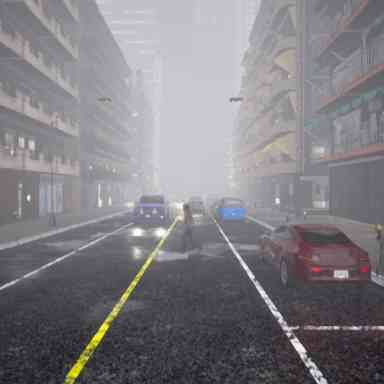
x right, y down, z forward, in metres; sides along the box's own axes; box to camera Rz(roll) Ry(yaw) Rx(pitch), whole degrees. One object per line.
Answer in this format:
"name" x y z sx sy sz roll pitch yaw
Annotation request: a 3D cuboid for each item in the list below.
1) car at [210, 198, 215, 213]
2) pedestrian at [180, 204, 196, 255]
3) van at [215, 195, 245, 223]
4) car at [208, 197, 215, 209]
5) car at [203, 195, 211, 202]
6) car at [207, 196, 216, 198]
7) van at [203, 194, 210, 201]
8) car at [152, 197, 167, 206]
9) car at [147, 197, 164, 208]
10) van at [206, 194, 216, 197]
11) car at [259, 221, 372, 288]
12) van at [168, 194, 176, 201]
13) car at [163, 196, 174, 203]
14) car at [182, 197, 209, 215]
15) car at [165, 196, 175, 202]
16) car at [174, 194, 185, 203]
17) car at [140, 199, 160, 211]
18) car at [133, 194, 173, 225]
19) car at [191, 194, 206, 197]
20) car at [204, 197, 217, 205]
"car" 2.985 1.538 30.736 2.008 1.369 4.403 -1 0 1
"pedestrian" -0.151 1.291 11.822 0.375 1.860 0.375 -1 1 -2
"van" 2.925 1.331 25.135 1.690 1.788 3.998 -1 0 1
"car" 3.040 1.530 36.338 1.887 1.381 4.507 -1 0 1
"car" 3.433 1.503 75.720 1.752 1.417 4.829 -1 0 1
"car" 3.096 1.550 41.939 1.947 1.339 4.313 -1 0 1
"van" 3.485 1.318 81.151 1.690 1.788 3.998 -1 0 1
"car" -5.171 1.563 53.256 1.802 1.307 4.206 -1 0 1
"car" -5.228 1.527 47.654 1.887 1.381 4.507 -1 0 1
"van" 3.205 1.322 53.143 1.690 1.788 3.998 -1 0 1
"car" 3.089 1.522 9.136 1.812 1.442 4.674 0 0 1
"van" -4.895 1.318 81.264 1.690 1.788 3.998 -1 0 1
"car" -5.004 1.544 70.060 1.947 1.339 4.313 -1 0 1
"car" 0.415 1.534 33.441 2.033 1.411 5.357 0 0 1
"car" -4.948 1.528 75.662 2.008 1.369 4.403 -1 0 1
"car" -2.321 1.506 68.260 2.128 1.511 4.902 0 0 1
"car" -5.283 1.550 42.052 1.947 1.339 4.313 -1 0 1
"car" -2.860 1.211 24.444 2.150 2.045 5.566 0 0 1
"car" 0.535 1.334 47.922 2.097 1.767 4.553 0 0 1
"car" 3.264 1.531 58.745 2.008 1.369 4.403 -1 0 1
